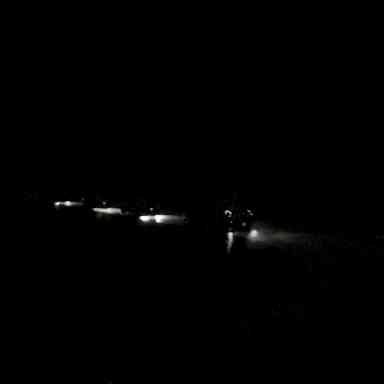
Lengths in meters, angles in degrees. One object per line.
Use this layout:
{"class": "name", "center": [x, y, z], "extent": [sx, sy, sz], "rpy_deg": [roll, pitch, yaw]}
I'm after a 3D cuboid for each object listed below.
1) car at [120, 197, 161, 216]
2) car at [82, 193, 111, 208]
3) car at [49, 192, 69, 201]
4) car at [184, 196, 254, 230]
{"class": "car", "center": [-4.297, 1.119, 27.401], "extent": [1.994, 1.385, 4.181], "rpy_deg": [0, 1, -36]}
{"class": "car", "center": [-10.344, 0.855, 35.876], "extent": [2.128, 1.511, 4.902], "rpy_deg": [0, 1, -35]}
{"class": "car", "center": [-19.703, 0.660, 49.144], "extent": [1.895, 1.301, 4.718], "rpy_deg": [0, 1, -36]}
{"class": "car", "center": [1.455, 1.088, 19.345], "extent": [2.097, 1.767, 4.553], "rpy_deg": [0, 1, -35]}
